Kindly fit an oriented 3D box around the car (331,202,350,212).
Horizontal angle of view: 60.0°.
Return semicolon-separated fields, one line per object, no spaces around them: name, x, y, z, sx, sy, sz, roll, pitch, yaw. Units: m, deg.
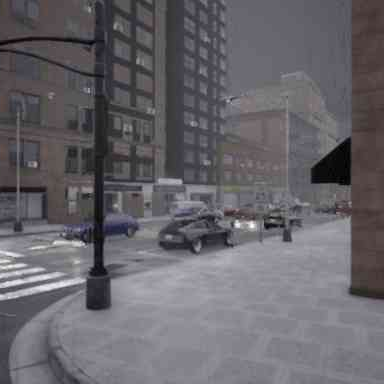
car;23.549;2.296;52.739;1.812;1.442;4.674;0;-1;35

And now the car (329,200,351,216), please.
car;19.364;1.967;42.103;2.192;1.841;5.009;-1;-1;35

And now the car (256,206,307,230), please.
car;6.626;1.995;24.179;1.947;1.339;4.313;0;-1;35

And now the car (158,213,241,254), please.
car;0.257;1.892;15.219;1.947;1.339;4.313;0;-1;35

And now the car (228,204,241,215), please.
car;2.862;1.907;33.600;1.967;1.590;4.097;0;-1;35

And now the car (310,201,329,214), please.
car;17.784;2.260;44.624;1.895;1.301;4.718;0;-1;35

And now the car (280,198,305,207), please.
car;12.278;1.821;42.350;2.150;2.045;5.566;0;-1;33

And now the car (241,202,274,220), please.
car;6.214;1.845;33.857;2.097;1.767;4.553;0;0;36

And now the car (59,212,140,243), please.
car;-4.904;1.836;18.230;1.812;1.442;4.674;0;0;37

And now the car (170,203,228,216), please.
car;0.409;1.888;25.706;2.128;1.511;4.902;0;0;35

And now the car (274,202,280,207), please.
car;9.132;2.102;42.421;1.752;1.417;4.829;0;-1;35

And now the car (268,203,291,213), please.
car;12.416;2.218;47.038;1.802;1.307;4.206;0;-1;35

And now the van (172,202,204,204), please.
van;-0.322;1.755;29.121;1.690;1.788;3.998;0;-1;35

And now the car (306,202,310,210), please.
car;18.686;2.282;55.861;1.752;1.417;4.829;-1;-1;35

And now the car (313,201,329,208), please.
car;25.154;2.431;64.959;1.887;1.381;4.507;-1;-1;35
